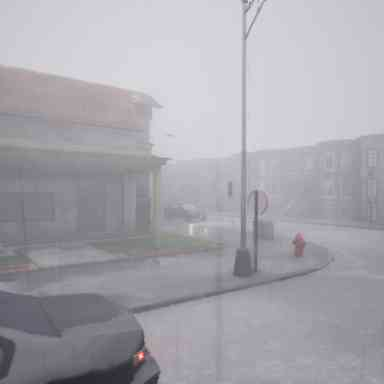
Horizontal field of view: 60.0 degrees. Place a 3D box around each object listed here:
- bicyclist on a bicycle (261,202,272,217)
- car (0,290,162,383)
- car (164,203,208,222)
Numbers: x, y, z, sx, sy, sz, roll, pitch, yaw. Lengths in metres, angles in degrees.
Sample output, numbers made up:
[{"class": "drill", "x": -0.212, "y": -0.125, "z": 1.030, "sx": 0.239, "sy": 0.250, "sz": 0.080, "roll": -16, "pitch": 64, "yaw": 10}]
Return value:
[{"class": "bicyclist on a bicycle", "x": 7.028, "y": 1.527, "z": 31.377, "sx": 1.656, "sy": 1.620, "sz": 0.582, "roll": 0, "pitch": 0, "yaw": -36}, {"class": "car", "x": -2.898, "y": 1.539, "z": 2.392, "sx": 5.357, "sy": 1.411, "sz": 2.033, "roll": 1, "pitch": 0, "yaw": -34}, {"class": "car", "x": -0.639, "y": 1.641, "z": 27.692, "sx": 1.812, "sy": 1.442, "sz": 4.674, "roll": 1, "pitch": 0, "yaw": -36}]
